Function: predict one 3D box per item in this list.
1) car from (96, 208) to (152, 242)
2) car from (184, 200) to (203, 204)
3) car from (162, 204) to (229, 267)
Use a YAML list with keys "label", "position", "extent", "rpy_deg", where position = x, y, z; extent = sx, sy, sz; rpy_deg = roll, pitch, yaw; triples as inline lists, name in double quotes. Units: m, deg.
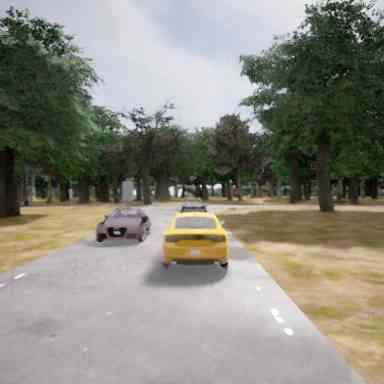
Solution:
- label: "car"
  position: [-3.047, 1.466, 15.522]
  extent: [1.994, 1.385, 4.181]
  rpy_deg: [0, 0, 0]
- label: "car"
  position: [0.141, 1.367, 25.112]
  extent: [2.128, 1.511, 4.902]
  rpy_deg: [0, 0, 0]
- label: "car"
  position: [0.105, 1.400, 11.090]
  extent: [1.882, 1.535, 5.008]
  rpy_deg: [0, 0, 0]
